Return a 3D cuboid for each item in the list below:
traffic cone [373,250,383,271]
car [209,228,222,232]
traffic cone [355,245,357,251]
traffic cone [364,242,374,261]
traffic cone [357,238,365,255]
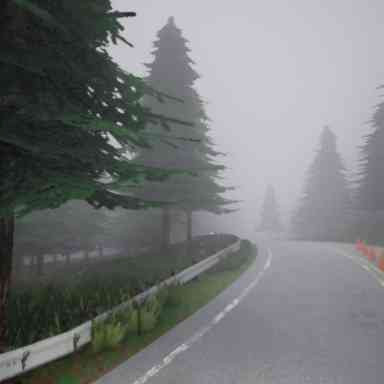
[{"bbox_3d":[5.931,2.125,10.325,0.340,0.580,0.340,0,-3,20],"label":"traffic cone"},{"bbox_3d":[3.164,5.355,42.202,2.097,1.767,4.553,1,-9,0],"label":"car"},{"bbox_3d":[7.989,2.505,15.952,0.340,0.580,0.340,-1,-5,20],"label":"traffic cone"},{"bbox_3d":[6.617,2.230,12.202,0.340,0.580,0.340,0,-3,20],"label":"traffic cone"},{"bbox_3d":[7.304,2.358,14.079,0.340,0.580,0.340,0,-4,20],"label":"traffic cone"}]
